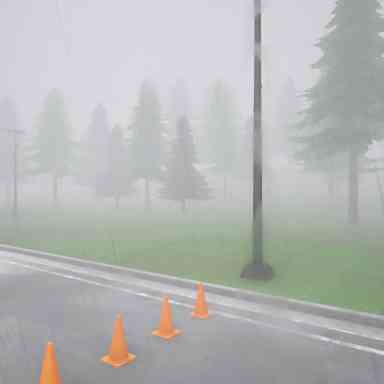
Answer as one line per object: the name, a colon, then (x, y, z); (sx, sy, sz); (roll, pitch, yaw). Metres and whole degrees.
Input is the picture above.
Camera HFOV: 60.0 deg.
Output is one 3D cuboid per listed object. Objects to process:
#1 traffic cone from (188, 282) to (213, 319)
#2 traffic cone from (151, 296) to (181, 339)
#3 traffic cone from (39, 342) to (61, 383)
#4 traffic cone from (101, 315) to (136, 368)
traffic cone: (0.166, 1.955, 6.110); (0.340, 0.580, 0.340); (0, 0, 35)
traffic cone: (-0.411, 1.955, 5.294); (0.340, 0.580, 0.340); (0, 0, 35)
traffic cone: (-1.565, 1.955, 3.660); (0.340, 0.580, 0.340); (0, 0, 35)
traffic cone: (-0.988, 1.955, 4.477); (0.340, 0.580, 0.340); (0, 0, 35)
